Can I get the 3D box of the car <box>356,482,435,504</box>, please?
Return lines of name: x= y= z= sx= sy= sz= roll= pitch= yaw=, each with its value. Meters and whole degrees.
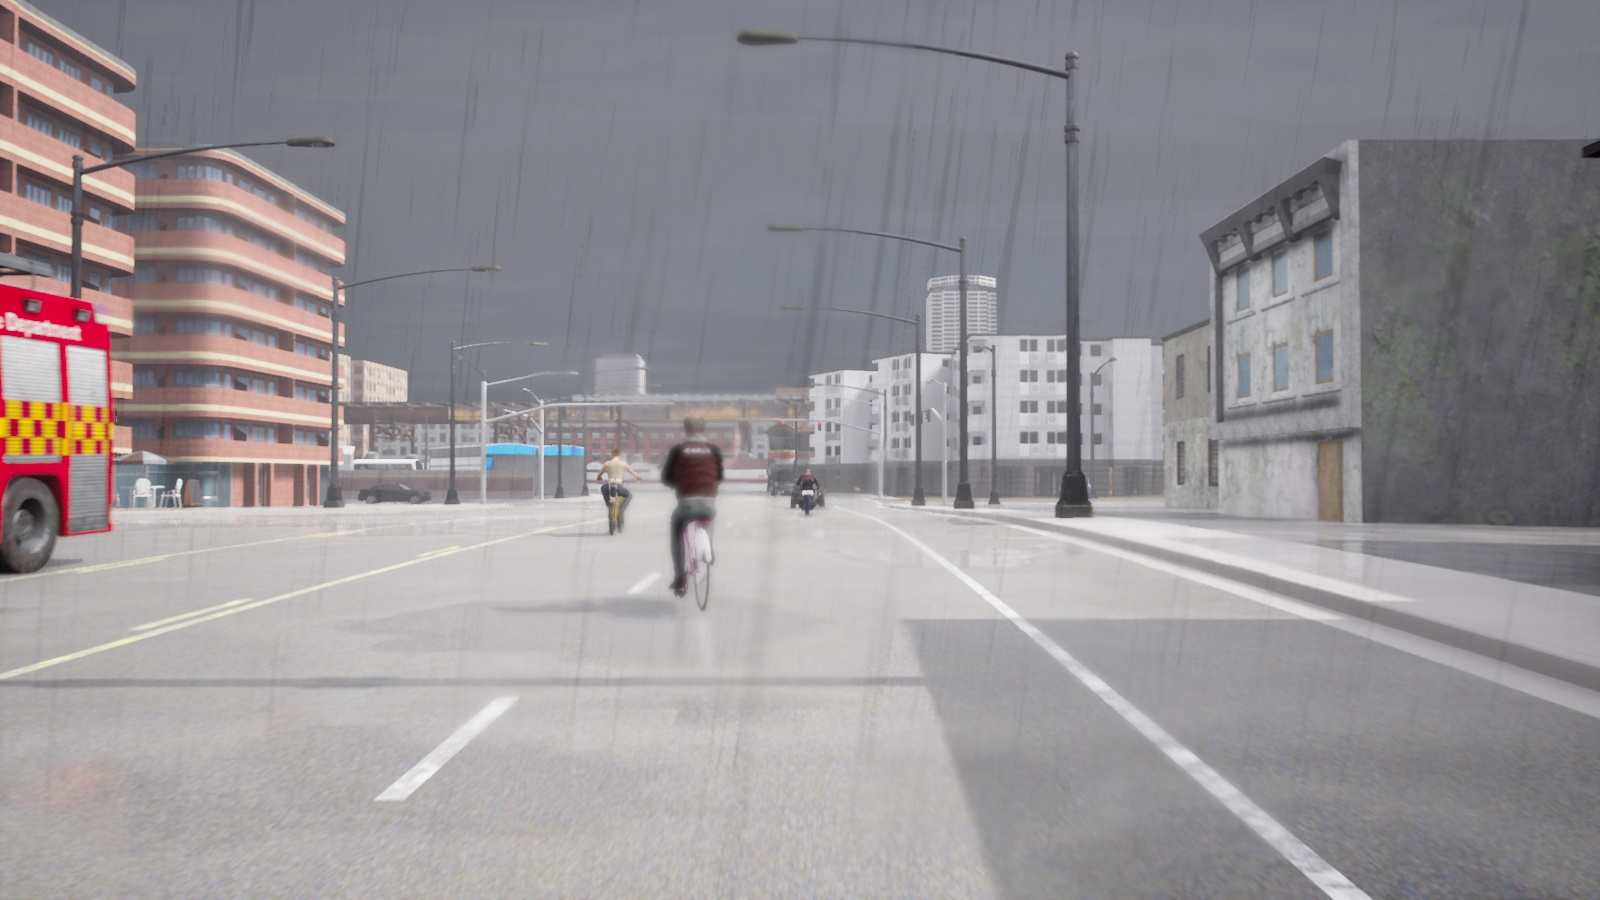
car: x=-28.592 y=3.057 z=88.880 sx=5.008 sy=1.535 sz=1.882 roll=0 pitch=-1 yaw=-3

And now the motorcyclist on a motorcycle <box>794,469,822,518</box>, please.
motorcyclist on a motorcycle: x=0.249 y=1.408 z=40.431 sx=0.866 sy=1.530 sz=2.191 roll=0 pitch=-2 yaw=0

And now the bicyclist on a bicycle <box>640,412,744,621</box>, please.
bicyclist on a bicycle: x=-1.038 y=0.563 z=11.667 sx=0.659 sy=1.776 sz=1.843 roll=0 pitch=0 yaw=-15

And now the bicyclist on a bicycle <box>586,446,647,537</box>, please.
bicyclist on a bicycle: x=-3.356 y=0.748 z=23.083 sx=0.866 sy=1.612 sz=1.509 roll=0 pitch=-1 yaw=1

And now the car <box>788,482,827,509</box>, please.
car: x=0.437 y=2.614 z=72.351 sx=2.163 sy=1.488 sz=4.792 roll=0 pitch=-2 yaw=0

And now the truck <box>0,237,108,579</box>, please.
truck: x=-10.398 y=-0.476 z=11.955 sx=2.891 sy=3.827 sz=8.468 roll=0 pitch=0 yaw=0
